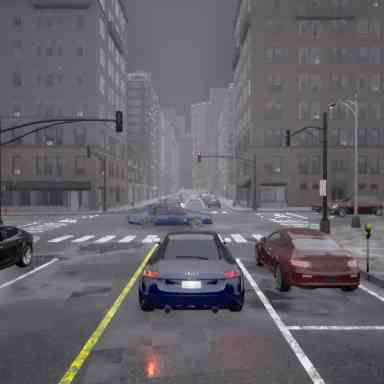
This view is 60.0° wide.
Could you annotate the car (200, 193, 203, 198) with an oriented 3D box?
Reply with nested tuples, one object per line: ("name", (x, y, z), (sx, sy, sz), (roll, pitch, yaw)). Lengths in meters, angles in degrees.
("car", (3.279, 1.390, 73.620), (1.802, 1.307, 4.206), (0, 0, 0))

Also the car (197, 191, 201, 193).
("car", (0.606, 1.089, 84.294), (2.128, 1.511, 4.902), (0, 0, 0))

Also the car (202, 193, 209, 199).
("car", (3.821, 1.146, 93.004), (1.882, 1.535, 5.008), (0, 0, 0))

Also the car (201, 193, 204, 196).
("car", (3.231, 1.426, 68.064), (1.802, 1.307, 4.206), (0, 0, 0))

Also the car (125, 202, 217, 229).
("car", (-1.348, 1.568, 21.243), (5.357, 1.411, 2.033), (-1, 0, 0))

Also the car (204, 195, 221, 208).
("car", (3.037, 1.508, 45.855), (1.802, 1.307, 4.206), (0, 0, 0))

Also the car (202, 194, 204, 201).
("car", (3.132, 1.437, 56.958), (1.887, 1.381, 4.507), (0, 0, 0))

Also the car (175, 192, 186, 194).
("car", (-2.617, 1.355, 64.124), (2.128, 1.511, 4.902), (0, 0, 1))

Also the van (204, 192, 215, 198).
("van", (3.084, 1.251, 51.406), (1.690, 1.788, 3.998), (0, 0, 0))

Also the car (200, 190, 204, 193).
("car", (3.728, 0.939, 86.033), (2.150, 2.045, 5.566), (0, 0, 0))

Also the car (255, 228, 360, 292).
("car", (2.760, 1.580, 8.646), (1.802, 1.307, 4.206), (0, 0, 0))

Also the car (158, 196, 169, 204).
("car", (-5.345, 1.454, 62.591), (1.802, 1.307, 4.206), (0, 0, 0))

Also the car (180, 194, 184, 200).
("car", (-2.749, 1.428, 53.735), (1.812, 1.442, 4.674), (0, 0, 0))

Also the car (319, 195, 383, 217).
("car", (13.551, 1.125, 27.894), (4.553, 1.767, 2.097), (-1, 0, 0))

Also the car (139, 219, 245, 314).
("car", (0.003, 1.563, 7.725), (1.994, 1.385, 4.181), (0, 0, 0))

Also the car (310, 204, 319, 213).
("car", (13.660, 1.356, 31.144), (4.718, 1.301, 1.895), (-1, 0, 0))

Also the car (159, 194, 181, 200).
("car", (-2.835, 1.437, 43.830), (1.837, 1.490, 4.892), (0, 0, 2))

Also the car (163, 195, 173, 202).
("car", (-5.246, 1.358, 73.697), (2.008, 1.369, 4.403), (0, 0, 0))

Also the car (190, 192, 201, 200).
("car", (0.520, 1.320, 74.294), (1.812, 1.442, 4.674), (0, 0, 0))

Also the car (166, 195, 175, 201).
("car", (-5.198, 1.349, 79.249), (1.802, 1.307, 4.206), (0, 0, 0))

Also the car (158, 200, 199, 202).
("car", (-2.152, 1.557, 24.491), (5.357, 1.411, 2.033), (-1, 0, 0))

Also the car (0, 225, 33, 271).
("car", (-5.766, 1.564, 8.648), (1.947, 1.339, 4.313), (0, 0, 0))
